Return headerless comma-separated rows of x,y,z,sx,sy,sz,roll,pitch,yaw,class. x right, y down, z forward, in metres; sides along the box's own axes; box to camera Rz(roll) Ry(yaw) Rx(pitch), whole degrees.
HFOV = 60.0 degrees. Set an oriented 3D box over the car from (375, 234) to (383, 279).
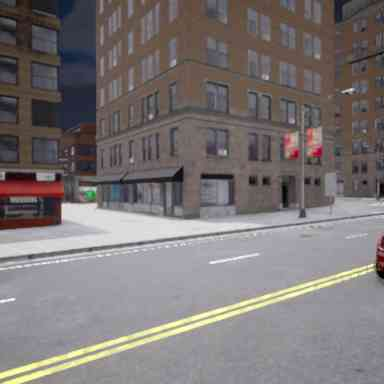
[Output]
6.460,1.151,8.053,4.553,1.767,2.097,-1,1,-35,car
